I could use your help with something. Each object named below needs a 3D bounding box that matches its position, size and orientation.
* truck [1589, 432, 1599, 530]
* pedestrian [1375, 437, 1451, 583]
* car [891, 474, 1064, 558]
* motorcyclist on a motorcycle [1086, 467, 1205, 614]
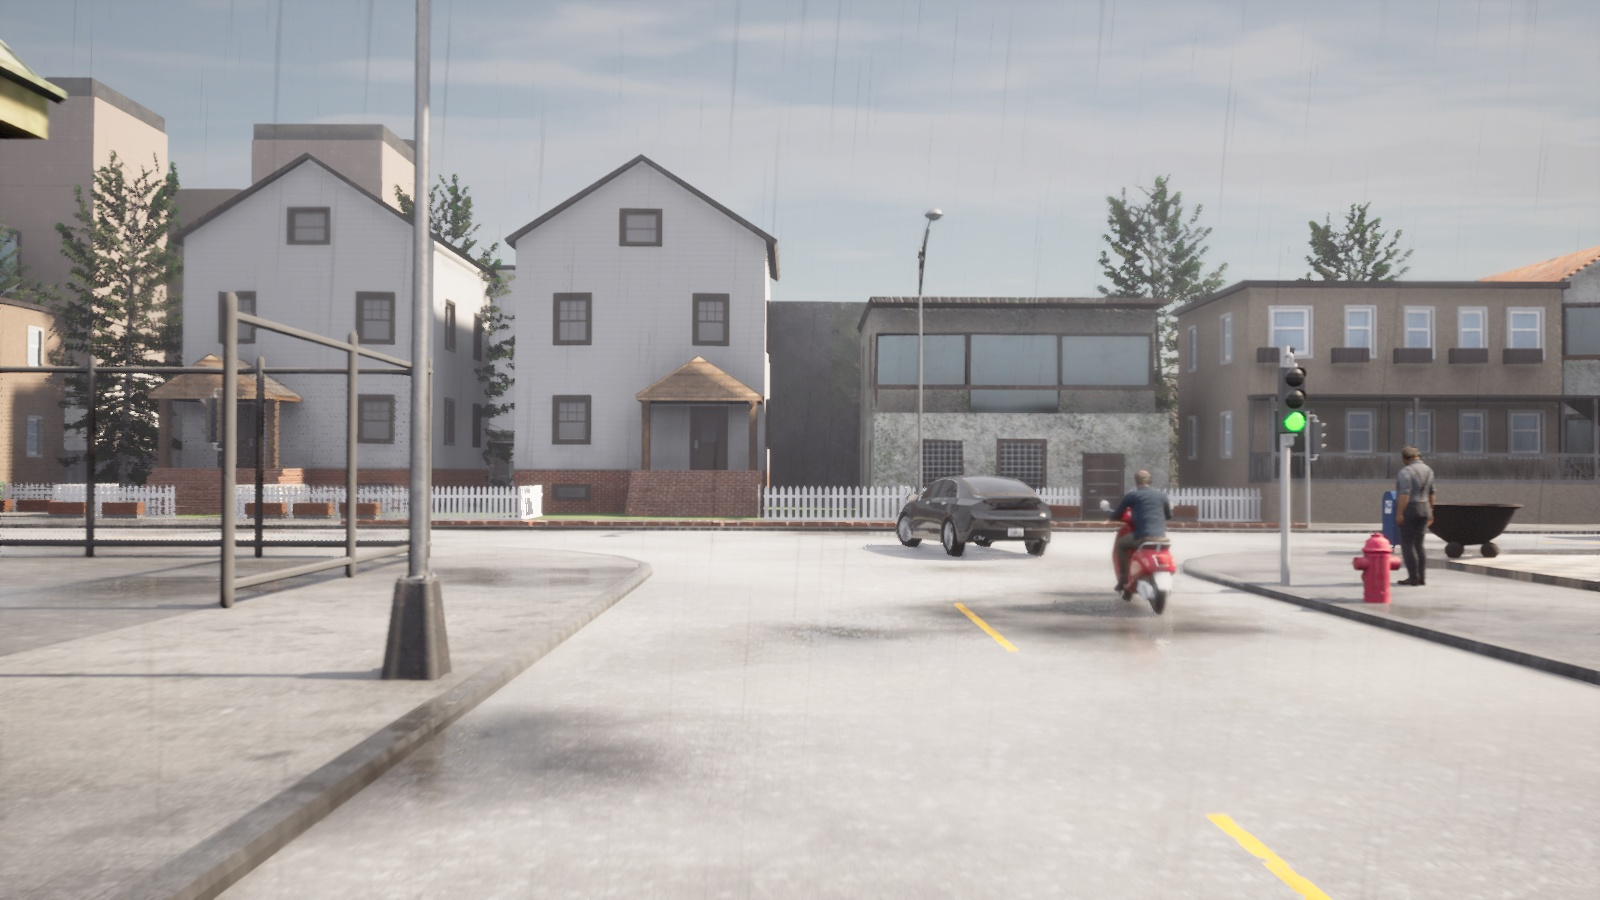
[{"bbox_3d":[22.812,0.762,30.824,5.204,2.467,2.627,0,-1,-1],"label":"truck"},{"bbox_3d":[7.997,0.768,16.401,0.540,1.848,0.694,0,-1,-18],"label":"pedestrian"},{"bbox_3d":[3.357,1.230,24.862,1.837,1.490,4.892,1,-1,-12],"label":"car"},{"bbox_3d":[3.960,1.001,14.558,0.866,1.590,1.817,0,-1,0],"label":"motorcyclist on a motorcycle"}]
